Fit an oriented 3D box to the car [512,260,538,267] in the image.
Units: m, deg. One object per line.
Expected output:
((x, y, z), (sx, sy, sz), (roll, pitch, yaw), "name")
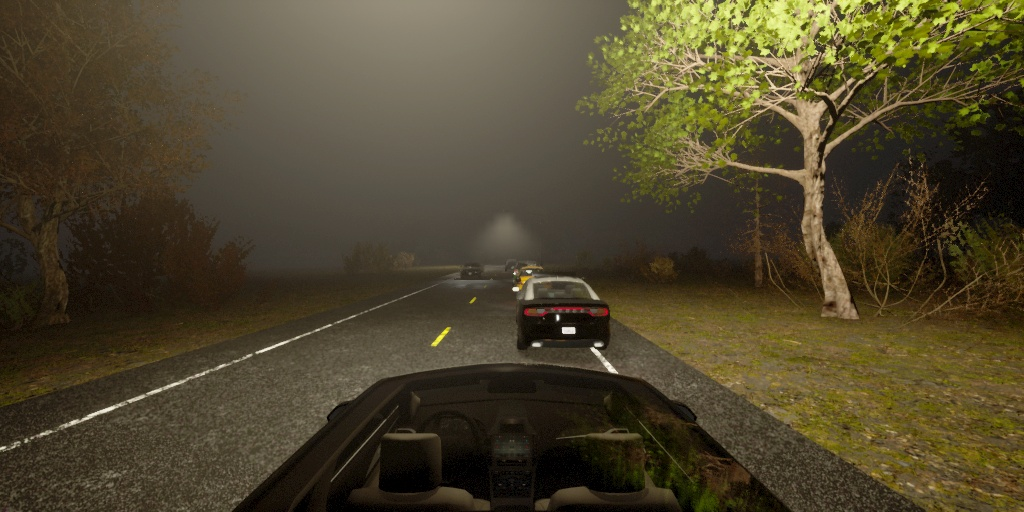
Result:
((1.046, 1.210, 19.305), (1.801, 1.575, 5.366), (0, 0, 0), "car")

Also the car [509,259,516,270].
((1.044, 1.106, 25.084), (2.097, 1.767, 4.553), (0, 0, 0), "car")

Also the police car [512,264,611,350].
((1.049, 1.177, 9.222), (1.930, 1.638, 5.238), (0, 0, 0), "police car")

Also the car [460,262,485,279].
((-3.506, 1.261, 32.328), (1.837, 1.490, 4.892), (0, 0, 0), "car")

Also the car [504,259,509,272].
((0.018, 1.284, 47.371), (1.812, 1.442, 4.674), (0, 0, 1), "car")
